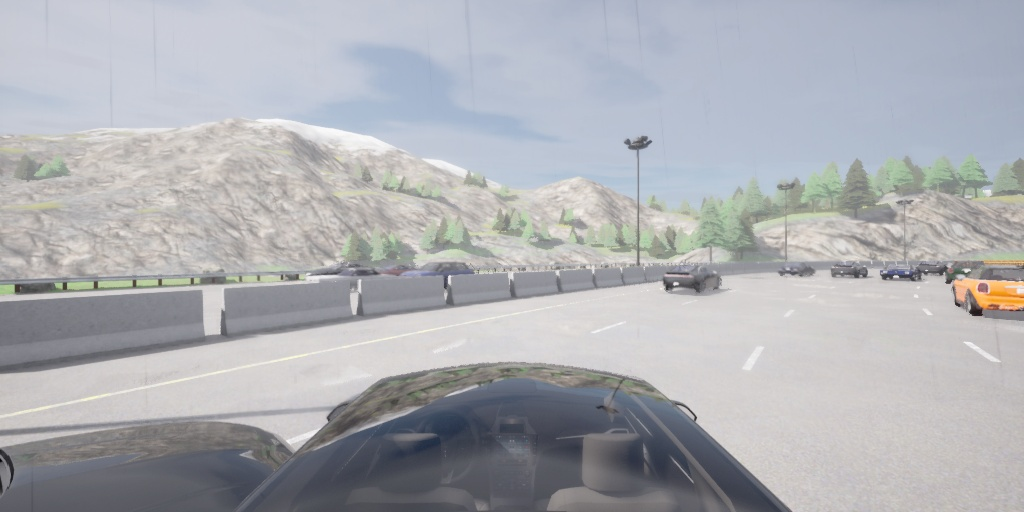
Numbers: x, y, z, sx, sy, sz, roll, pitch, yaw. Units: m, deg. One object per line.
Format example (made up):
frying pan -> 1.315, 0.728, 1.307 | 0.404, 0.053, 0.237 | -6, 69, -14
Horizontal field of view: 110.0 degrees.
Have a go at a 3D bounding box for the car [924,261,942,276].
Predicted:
car -> 43.313, 1.242, 36.865 | 4.902, 1.511, 2.128 | 0, 0, -31

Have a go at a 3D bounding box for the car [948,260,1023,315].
car -> 17.318, 1.103, 12.536 | 4.553, 1.767, 2.097 | 0, 0, -45

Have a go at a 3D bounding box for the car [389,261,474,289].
car -> -4.303, 1.102, 20.581 | 2.097, 1.767, 4.553 | 0, 0, 43

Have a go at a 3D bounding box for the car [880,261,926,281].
car -> 32.308, 1.351, 29.733 | 4.718, 1.301, 1.895 | 0, 0, -35

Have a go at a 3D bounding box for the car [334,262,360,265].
car -> -12.674, 1.241, 26.964 | 2.128, 1.511, 4.902 | 0, 0, 42

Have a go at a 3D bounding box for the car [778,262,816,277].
car -> 28.067, 1.296, 35.317 | 5.357, 1.411, 2.033 | 0, 0, -36

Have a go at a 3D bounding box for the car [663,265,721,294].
car -> 10.274, 1.242, 20.342 | 4.902, 1.511, 2.128 | 0, 0, -45

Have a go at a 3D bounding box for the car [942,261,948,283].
car -> 33.848, 1.103, 26.493 | 4.553, 1.767, 2.097 | 0, 0, -36

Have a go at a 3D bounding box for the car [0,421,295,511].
car -> -2.983, 1.255, 0.534 | 4.892, 1.490, 1.837 | 0, 0, -45

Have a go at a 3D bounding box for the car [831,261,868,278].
car -> 31.375, 1.242, 33.342 | 4.902, 1.511, 2.128 | 0, 0, -35

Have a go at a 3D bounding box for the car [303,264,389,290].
car -> -9.125, 1.351, 20.440 | 1.895, 1.301, 4.718 | 0, 0, 41
